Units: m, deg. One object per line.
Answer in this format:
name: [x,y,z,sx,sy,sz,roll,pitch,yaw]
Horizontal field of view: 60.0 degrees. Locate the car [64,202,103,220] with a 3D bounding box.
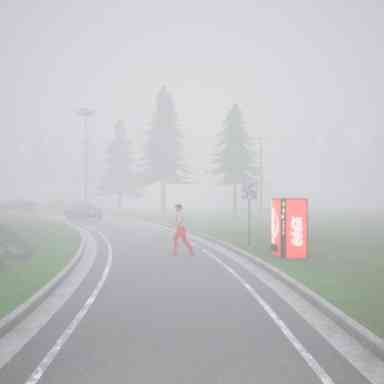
car: [-9.124,1.552,27.766,1.994,1.385,4.181,0,0,-40]

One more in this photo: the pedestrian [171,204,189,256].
pedestrian: [-0.404,1.290,11.409,0.375,1.860,0.375,0,0,-12]

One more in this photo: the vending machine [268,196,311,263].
vending machine: [3.208,1.191,11.024,1.100,2.100,0.880,0,0,-10]

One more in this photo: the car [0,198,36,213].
car: [-19.249,1.465,36.548,5.008,1.535,1.882,0,0,31]
